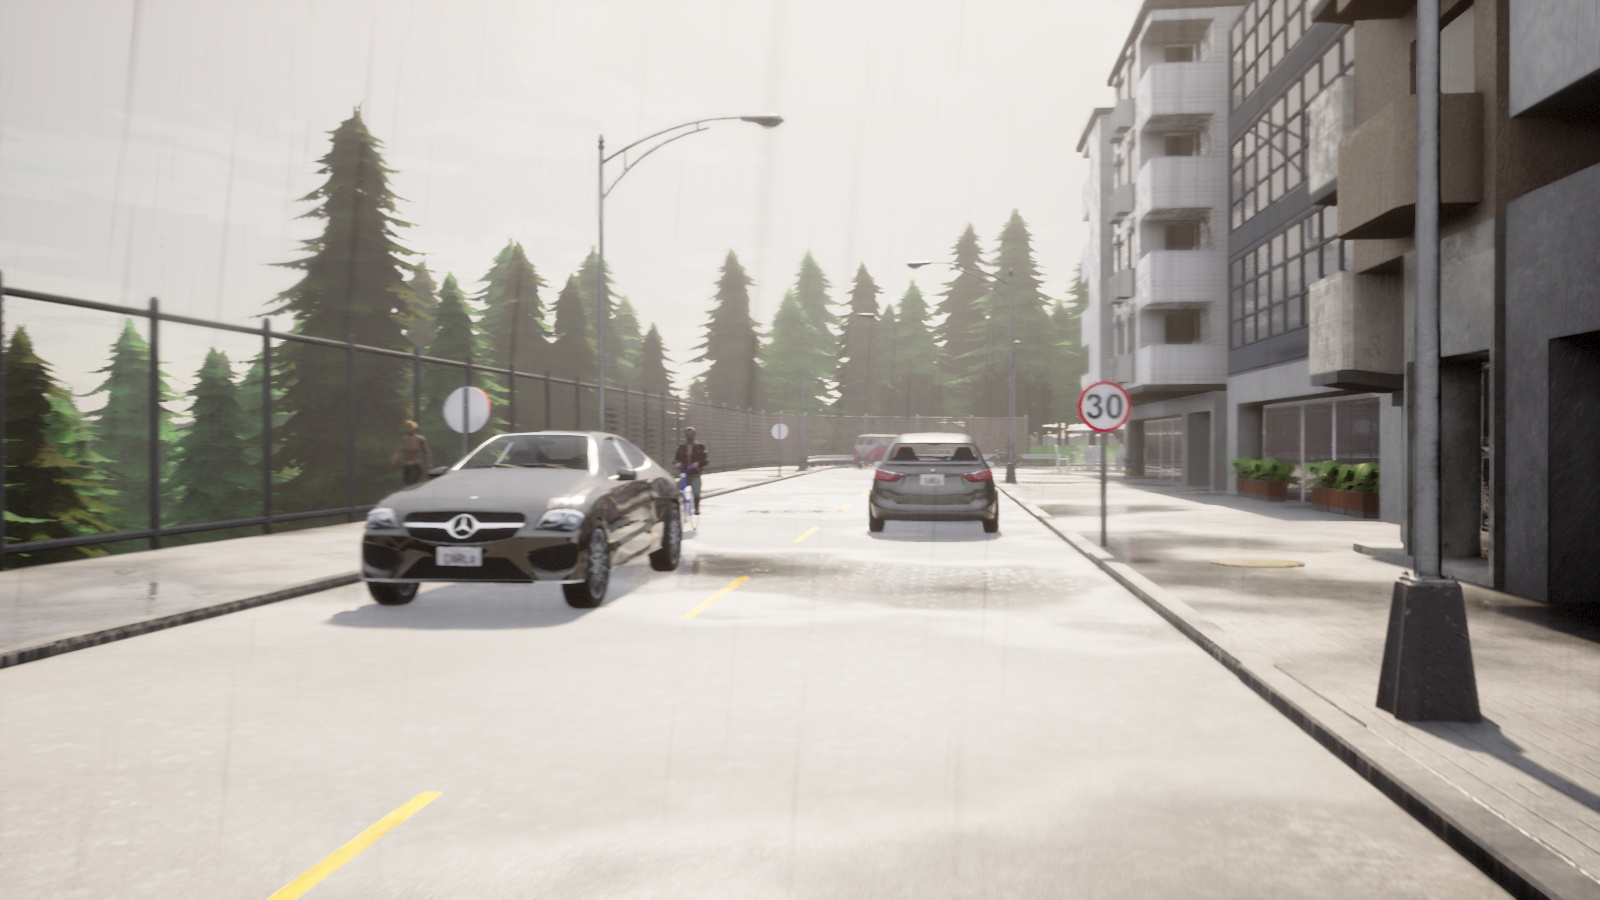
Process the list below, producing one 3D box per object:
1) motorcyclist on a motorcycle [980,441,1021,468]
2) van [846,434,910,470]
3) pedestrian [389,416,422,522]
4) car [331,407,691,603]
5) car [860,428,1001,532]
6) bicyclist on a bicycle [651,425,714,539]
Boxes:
[{"bbox_3d":[12.446,0.270,78.005,2.350,1.649,0.766,0,1,-10],"label":"motorcyclist on a motorcycle"},{"bbox_3d":[4.468,0.098,71.742,1.775,1.987,4.442,0,0,31],"label":"van"},{"bbox_3d":[-6.961,0.321,22.187,0.331,1.846,0.634,0,0,6],"label":"pedestrian"},{"bbox_3d":[-2.692,0.447,13.190,2.152,1.651,5.027,0,0,6],"label":"car"},{"bbox_3d":[2.345,0.465,22.523,2.242,1.667,4.611,0,0,6],"label":"car"},{"bbox_3d":[-1.897,0.498,20.500,0.659,1.776,1.843,0,0,6],"label":"bicyclist on a bicycle"}]
